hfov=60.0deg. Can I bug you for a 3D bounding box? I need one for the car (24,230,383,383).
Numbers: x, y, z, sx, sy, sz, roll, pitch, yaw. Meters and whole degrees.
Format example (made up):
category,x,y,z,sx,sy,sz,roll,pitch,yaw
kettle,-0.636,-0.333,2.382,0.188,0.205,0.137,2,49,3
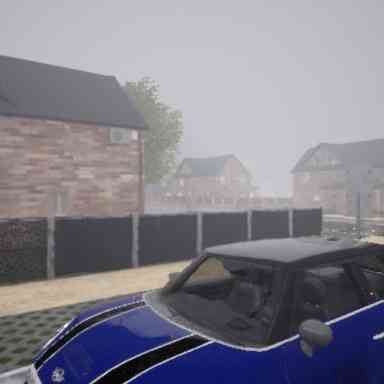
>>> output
category,x,y,z,sx,sy,sz,roll,pitch,yaw
car,0.717,1.373,3.555,4.553,1.767,2.097,1,0,-35
